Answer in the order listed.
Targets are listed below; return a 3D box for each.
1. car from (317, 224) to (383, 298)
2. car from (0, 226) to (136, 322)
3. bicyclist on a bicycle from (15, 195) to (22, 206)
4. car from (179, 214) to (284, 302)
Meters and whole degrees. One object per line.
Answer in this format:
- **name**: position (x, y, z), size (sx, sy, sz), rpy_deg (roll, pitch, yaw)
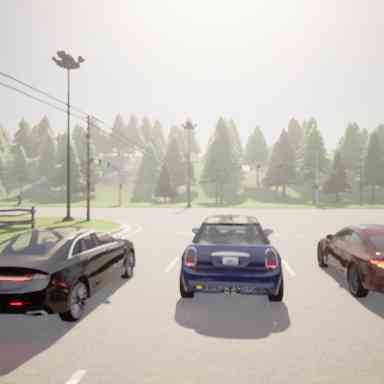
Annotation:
- **car**: position (4.509, 1.524, 8.293), size (1.812, 1.442, 4.674), rpy_deg (0, 0, 7)
- **car**: position (-2.679, 1.490, 7.291), size (2.128, 1.511, 4.902), rpy_deg (0, 0, 7)
- **bicyclist on a bicycle**: position (-26.718, 1.293, 51.335), size (0.582, 1.620, 1.656), rpy_deg (0, 0, 7)
- **car**: position (1.012, 1.350, 8.551), size (2.097, 1.767, 4.553), rpy_deg (0, 0, 7)
